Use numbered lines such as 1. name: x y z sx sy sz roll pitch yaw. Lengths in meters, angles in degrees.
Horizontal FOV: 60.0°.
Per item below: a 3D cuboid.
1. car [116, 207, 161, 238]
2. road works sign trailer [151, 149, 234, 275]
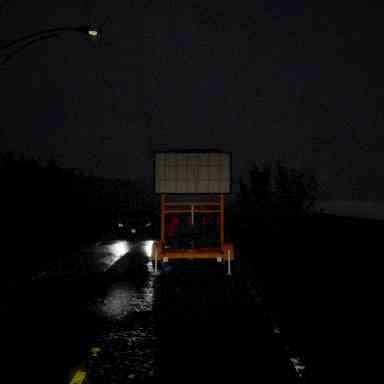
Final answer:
1. car: -2.718 1.541 17.792 1.812 1.442 4.674 0 0 0
2. road works sign trailer: 0.019 0.471 10.417 2.380 3.560 2.880 0 0 0
